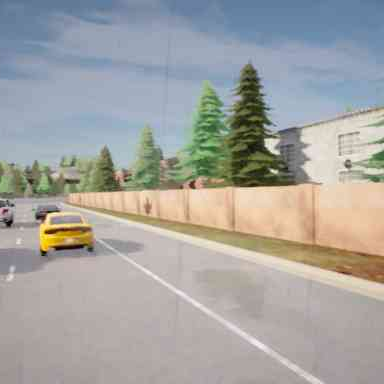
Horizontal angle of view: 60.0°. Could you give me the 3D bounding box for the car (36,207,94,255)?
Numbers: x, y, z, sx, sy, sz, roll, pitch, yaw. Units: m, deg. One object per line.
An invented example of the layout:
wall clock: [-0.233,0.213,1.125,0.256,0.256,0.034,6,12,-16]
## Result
car: [-5.462,1.602,14.174,1.882,1.535,5.008,0,0,-26]

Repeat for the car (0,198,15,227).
car: [-14.474,1.489,24.599,2.150,2.045,5.566,0,0,-26]

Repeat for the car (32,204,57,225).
car: [-11.731,1.758,26.979,1.837,1.490,4.892,0,0,-26]
